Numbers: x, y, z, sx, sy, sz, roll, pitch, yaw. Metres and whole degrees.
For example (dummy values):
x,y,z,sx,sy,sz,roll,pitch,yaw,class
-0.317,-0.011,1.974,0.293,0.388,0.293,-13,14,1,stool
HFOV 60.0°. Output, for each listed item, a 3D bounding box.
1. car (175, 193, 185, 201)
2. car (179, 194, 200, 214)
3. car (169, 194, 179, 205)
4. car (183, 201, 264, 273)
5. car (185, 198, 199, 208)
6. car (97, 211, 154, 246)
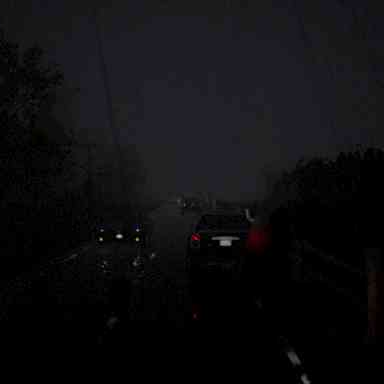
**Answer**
x,y,z,sx,sy,sz,roll,pitch,yaw,class
-2.754,1.164,77.158,2.097,1.767,4.553,0,0,0,car
0.049,1.298,34.297,2.097,1.767,4.553,0,0,0,car
-2.828,1.416,55.511,1.812,1.442,4.674,0,0,0,car
0.900,1.339,10.747,2.097,1.767,4.553,0,0,1,car
0.050,1.515,47.374,1.895,1.301,4.718,0,0,0,car
-2.851,1.545,15.016,1.994,1.385,4.181,0,0,0,car
